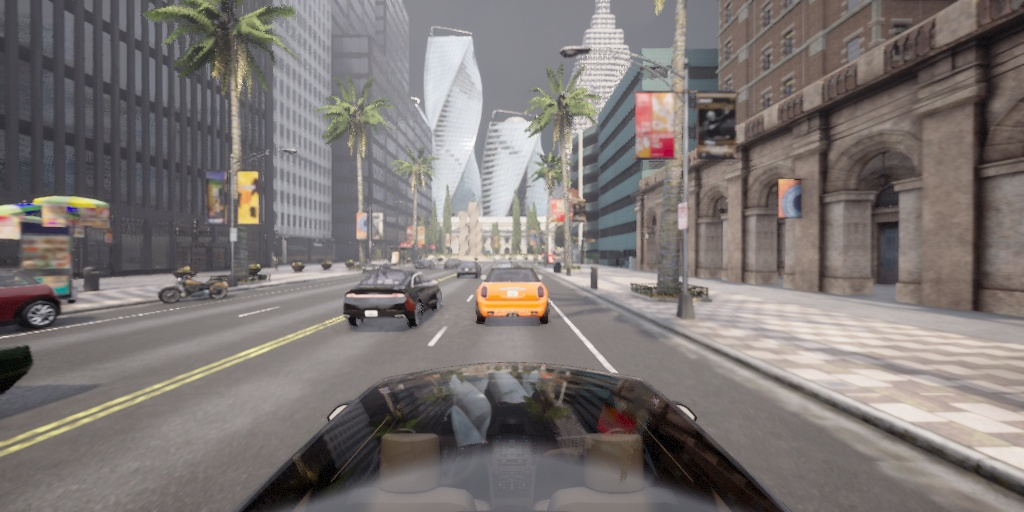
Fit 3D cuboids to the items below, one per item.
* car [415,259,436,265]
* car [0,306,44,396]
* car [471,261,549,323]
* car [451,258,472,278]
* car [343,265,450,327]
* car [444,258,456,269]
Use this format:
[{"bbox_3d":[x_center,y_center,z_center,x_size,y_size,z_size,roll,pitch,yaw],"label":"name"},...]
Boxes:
[{"bbox_3d":[-11.062,1.094,45.821,1.994,1.385,4.181,0,0,0],"label":"car"},{"bbox_3d":[-7.120,1.352,2.345,1.895,1.301,4.718,0,0,0],"label":"car"},{"bbox_3d":[-0.005,1.049,12.026,2.097,1.767,4.553,0,0,-1],"label":"car"},{"bbox_3d":[-3.719,1.145,31.693,2.033,1.411,5.357,0,0,-1],"label":"car"},{"bbox_3d":[-3.497,1.194,11.277,2.128,1.511,4.902,0,0,-1],"label":"car"},{"bbox_3d":[-7.560,1.033,45.925,1.837,1.490,4.892,0,0,0],"label":"car"}]
